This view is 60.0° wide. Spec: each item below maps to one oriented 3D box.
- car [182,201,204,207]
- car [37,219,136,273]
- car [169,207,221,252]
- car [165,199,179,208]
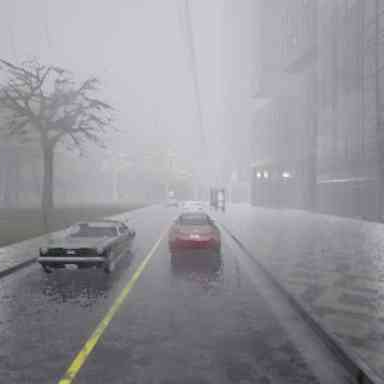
[{"bbox_3d":[0.107,1.562,30.162,1.812,1.442,4.674,0,0,0],"label":"car"},{"bbox_3d":[-3.098,1.594,10.731,1.895,1.301,4.718,0,0,0],"label":"car"},{"bbox_3d":[0.103,1.555,13.906,1.994,1.385,4.181,0,0,0],"label":"car"},{"bbox_3d":[-3.063,1.745,51.164,1.812,1.442,4.674,0,0,0],"label":"car"}]
